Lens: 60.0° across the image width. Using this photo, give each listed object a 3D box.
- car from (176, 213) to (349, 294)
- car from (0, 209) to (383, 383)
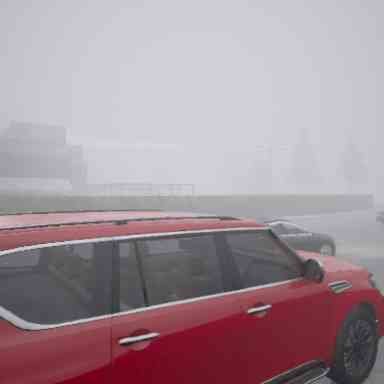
[{"bbox_3d":[2.179,1.491,9.593,4.902,1.511,2.128,0,0,-35],"label":"car"},{"bbox_3d":[-0.110,1.221,3.665,5.566,2.045,2.150,0,0,-35],"label":"car"}]
